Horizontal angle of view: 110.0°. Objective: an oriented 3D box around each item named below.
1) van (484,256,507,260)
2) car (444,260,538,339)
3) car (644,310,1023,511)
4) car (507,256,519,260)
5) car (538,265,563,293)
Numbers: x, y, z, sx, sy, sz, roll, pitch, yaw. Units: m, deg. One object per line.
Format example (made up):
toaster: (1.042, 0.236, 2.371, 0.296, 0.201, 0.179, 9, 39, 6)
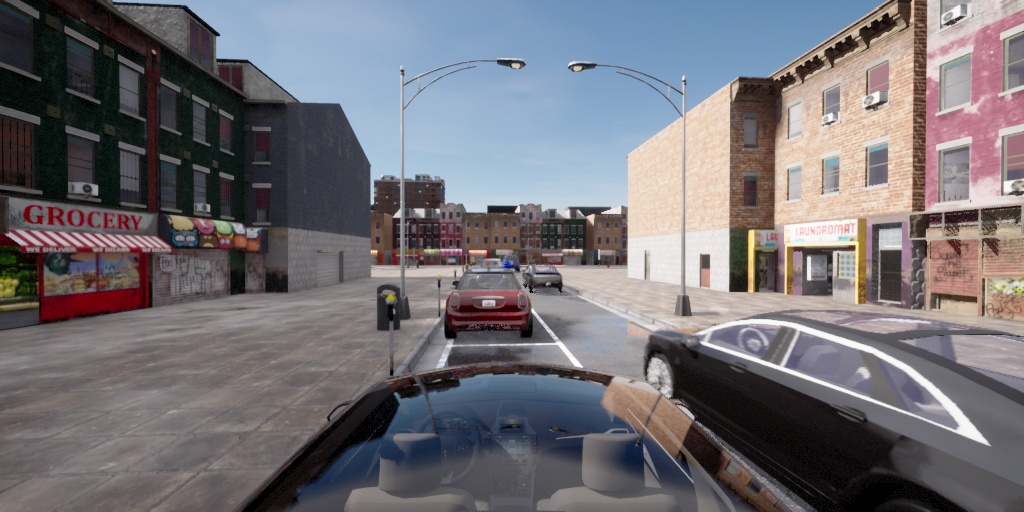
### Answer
van: (-1.505, 1.094, 27.174, 1.690, 1.789, 3.998, 0, 0, -4)
car: (-0.676, 1.102, 10.314, 2.097, 1.767, 4.553, 0, 0, -4)
car: (2.914, 1.241, 3.241, 2.128, 1.511, 4.902, 0, 0, -4)
car: (-0.222, 0.988, 46.690, 2.150, 2.045, 5.566, 0, 0, -4)
car: (1.684, 1.242, 20.859, 2.128, 1.511, 4.902, 0, 0, -4)
